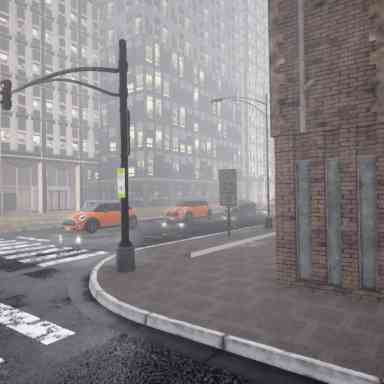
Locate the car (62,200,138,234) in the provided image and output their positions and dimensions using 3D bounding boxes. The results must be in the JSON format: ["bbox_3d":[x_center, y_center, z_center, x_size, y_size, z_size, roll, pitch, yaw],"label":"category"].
[{"bbox_3d":[-5.426,1.416,19.935,2.097,1.767,4.553,-1,-1,37],"label":"car"}]

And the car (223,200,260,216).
[{"bbox_3d":[5.043,1.590,34.396,2.128,1.511,4.902,-1,-1,36],"label":"car"}]

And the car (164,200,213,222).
[{"bbox_3d":[-0.227,1.433,27.095,2.097,1.767,4.553,-1,-1,36],"label":"car"}]

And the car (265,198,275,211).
[{"bbox_3d":[10.977,1.473,42.584,2.097,1.767,4.553,-1,-1,36],"label":"car"}]

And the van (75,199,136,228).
[{"bbox_3d":[-5.990,1.460,23.534,1.690,1.788,3.998,-2,-1,36],"label":"van"}]
